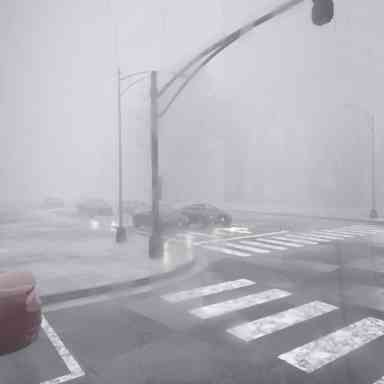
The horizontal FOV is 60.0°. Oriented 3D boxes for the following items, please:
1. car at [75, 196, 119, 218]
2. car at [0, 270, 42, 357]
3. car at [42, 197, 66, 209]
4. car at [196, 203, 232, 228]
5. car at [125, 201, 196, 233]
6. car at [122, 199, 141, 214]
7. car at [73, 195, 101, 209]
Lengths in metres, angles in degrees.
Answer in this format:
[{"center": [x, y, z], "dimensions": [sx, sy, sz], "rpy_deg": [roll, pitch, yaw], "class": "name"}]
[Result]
[{"center": [-8.487, 1.324, 28.902], "dimensions": [1.882, 1.535, 5.008], "rpy_deg": [-1, 1, -35], "class": "car"}, {"center": [-4.144, 1.545, 3.702], "dimensions": [4.507, 1.381, 1.887], "rpy_deg": [0, -1, -36], "class": "car"}, {"center": [-17.246, 1.273, 41.216], "dimensions": [2.033, 1.411, 5.357], "rpy_deg": [-1, 1, -35], "class": "car"}, {"center": [0.676, 1.454, 21.665], "dimensions": [1.994, 1.385, 4.181], "rpy_deg": [-1, 1, -36], "class": "car"}, {"center": [-1.990, 1.463, 19.807], "dimensions": [1.812, 1.442, 4.674], "rpy_deg": [-1, 1, -35], "class": "car"}, {"center": [-5.127, 1.372, 29.795], "dimensions": [1.994, 1.385, 4.181], "rpy_deg": [-1, 1, -35], "class": "car"}, {"center": [-12.941, 1.228, 40.767], "dimensions": [1.812, 1.442, 4.674], "rpy_deg": [-1, 2, -36], "class": "car"}]
